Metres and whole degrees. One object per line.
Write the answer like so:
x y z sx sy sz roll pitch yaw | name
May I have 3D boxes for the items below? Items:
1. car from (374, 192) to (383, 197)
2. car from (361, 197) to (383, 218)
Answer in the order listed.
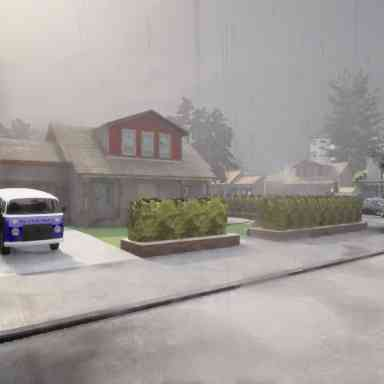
23.066 0.986 40.726 3.866 1.878 1.905 0 0 -1 | car
15.918 1.492 29.826 2.128 1.511 4.902 0 0 -35 | car
